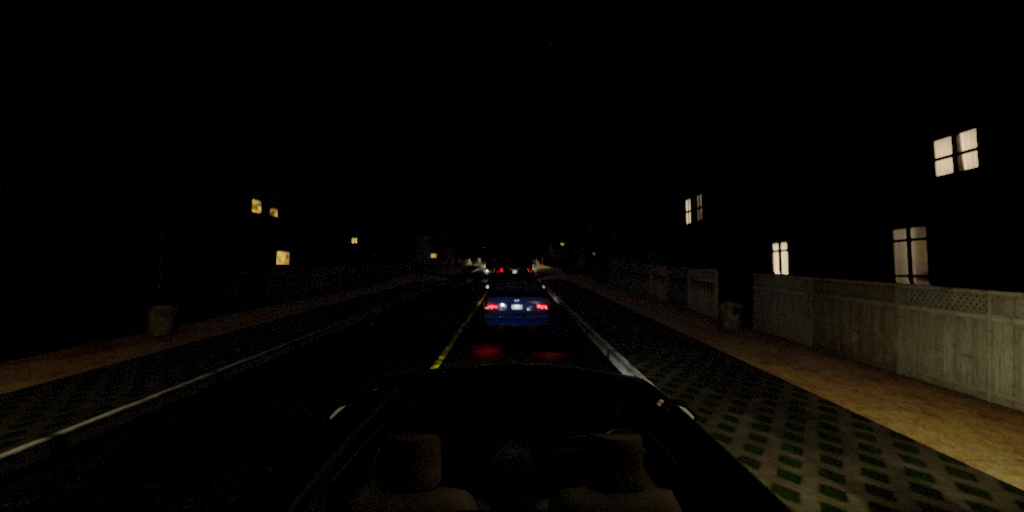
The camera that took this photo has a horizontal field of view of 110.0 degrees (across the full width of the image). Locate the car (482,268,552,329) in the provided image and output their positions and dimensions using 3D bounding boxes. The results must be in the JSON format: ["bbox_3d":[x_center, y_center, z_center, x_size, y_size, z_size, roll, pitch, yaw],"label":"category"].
[{"bbox_3d":[0.116,1.263,11.108,2.033,1.411,5.357,0,0,0],"label":"car"}]

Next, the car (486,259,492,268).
[{"bbox_3d":[-2.739,1.129,52.032,1.882,1.535,5.008,0,0,0],"label":"car"}]

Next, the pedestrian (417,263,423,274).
[{"bbox_3d":[-9.746,1.013,37.864,0.375,1.860,0.375,0,-3,-1],"label":"pedestrian"}]

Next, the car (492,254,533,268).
[{"bbox_3d":[0.114,0.908,21.360,2.150,2.045,5.566,0,0,-1],"label":"car"}]
